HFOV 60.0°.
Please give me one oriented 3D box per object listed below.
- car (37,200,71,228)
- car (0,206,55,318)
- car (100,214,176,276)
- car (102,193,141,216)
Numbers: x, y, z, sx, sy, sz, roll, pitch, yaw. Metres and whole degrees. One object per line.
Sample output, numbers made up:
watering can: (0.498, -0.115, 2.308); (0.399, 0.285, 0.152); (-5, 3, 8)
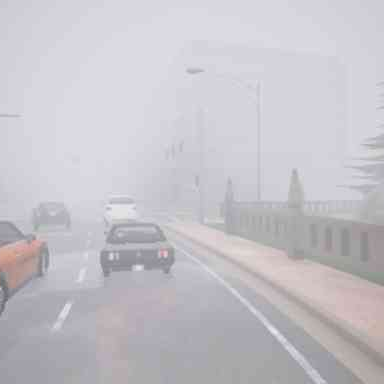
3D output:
car: (-9.263, 1.385, 21.576); (2.097, 1.767, 4.553); (0, -1, -29)
car: (-4.646, 1.362, 7.154); (2.097, 1.767, 4.553); (0, 0, -10)
car: (-1.797, 1.598, 10.447); (1.895, 1.301, 4.718); (0, 0, -12)
car: (-5.197, 1.253, 23.831); (2.150, 2.045, 5.566); (0, 0, -16)
